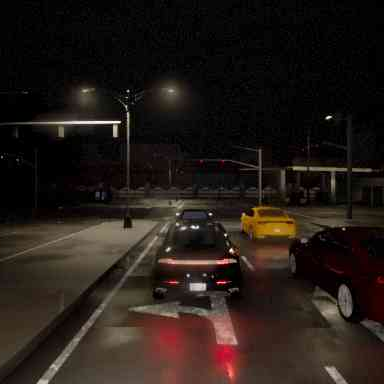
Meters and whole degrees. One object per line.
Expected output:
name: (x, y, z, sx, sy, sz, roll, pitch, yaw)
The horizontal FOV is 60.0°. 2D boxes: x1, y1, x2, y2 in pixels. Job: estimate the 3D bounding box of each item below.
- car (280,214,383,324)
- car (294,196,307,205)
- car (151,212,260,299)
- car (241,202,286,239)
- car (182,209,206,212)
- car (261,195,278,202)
car: (3.603, 1.478, 7.238, 1.882, 1.535, 5.008, 0, 0, 0)
car: (18.986, 1.456, 57.497, 1.970, 1.475, 3.806, 0, 0, 0)
car: (0.104, 1.492, 8.399, 2.128, 1.511, 4.902, 0, 0, 0)
car: (3.610, 1.478, 16.490, 1.882, 1.535, 5.008, 0, 0, 0)
car: (0.111, 1.564, 17.168, 1.994, 1.385, 4.181, 0, 0, -1)
car: (13.240, 1.295, 56.738, 2.242, 1.667, 4.611, 0, 0, 0)
